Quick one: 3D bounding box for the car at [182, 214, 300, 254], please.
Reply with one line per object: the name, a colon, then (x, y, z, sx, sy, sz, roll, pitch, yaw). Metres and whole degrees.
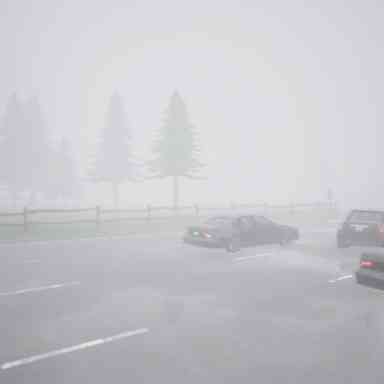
car: (2.177, 1.617, 13.898, 5.357, 1.411, 2.033, 0, 0, -35)

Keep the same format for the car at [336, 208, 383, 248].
car: (8.041, 1.454, 13.781, 4.553, 1.767, 2.097, 1, 0, -35)

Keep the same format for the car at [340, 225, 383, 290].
car: (6.107, 1.616, 8.104, 5.357, 1.411, 2.033, 0, 0, -35)
